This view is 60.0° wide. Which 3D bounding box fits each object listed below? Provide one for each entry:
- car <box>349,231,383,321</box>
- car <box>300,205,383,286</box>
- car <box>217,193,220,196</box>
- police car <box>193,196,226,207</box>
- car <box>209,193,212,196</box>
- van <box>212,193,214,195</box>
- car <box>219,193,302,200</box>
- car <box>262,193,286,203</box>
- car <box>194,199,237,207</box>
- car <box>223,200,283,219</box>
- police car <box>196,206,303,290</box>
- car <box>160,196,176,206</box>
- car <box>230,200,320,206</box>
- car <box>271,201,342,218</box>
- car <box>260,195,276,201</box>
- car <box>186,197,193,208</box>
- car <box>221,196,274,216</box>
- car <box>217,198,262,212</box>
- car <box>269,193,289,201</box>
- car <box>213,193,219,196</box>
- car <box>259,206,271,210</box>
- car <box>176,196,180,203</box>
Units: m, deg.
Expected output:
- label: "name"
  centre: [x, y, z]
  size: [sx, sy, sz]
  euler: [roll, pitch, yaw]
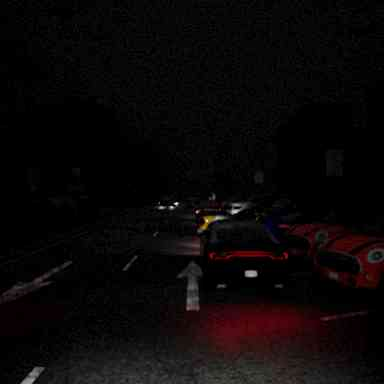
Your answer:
- label: "car"
  centre: [5.287, 1.504, 5.328]
  size: [4.792, 1.488, 2.163]
  euler: [1, 0, -20]
- label: "car"
  centre: [5.356, 1.344, 8.348]
  size: [4.553, 1.767, 2.185]
  euler: [1, 0, -20]
- label: "car"
  centre: [5.397, 1.335, 35.356]
  size: [4.553, 1.767, 2.185]
  euler: [1, 0, -20]
- label: "police car"
  centre: [1.229, 1.396, 25.171]
  size: [1.930, 1.638, 5.238]
  euler: [0, 0, 0]
- label: "car"
  centre: [5.488, 1.243, 59.413]
  size: [5.566, 2.045, 2.435]
  euler: [1, 0, -20]
- label: "van"
  centre: [5.572, 1.253, 47.421]
  size: [4.442, 1.987, 1.878]
  euler: [1, 0, -20]
- label: "car"
  centre: [5.370, 1.205, 26.340]
  size: [5.566, 2.045, 2.435]
  euler: [1, 0, -20]
- label: "car"
  centre: [18.474, 1.276, 75.389]
  size: [2.435, 2.045, 5.566]
  euler: [0, 1, -21]
- label: "car"
  centre: [1.209, 1.428, 19.251]
  size: [1.801, 1.575, 5.366]
  euler: [0, 0, 0]
- label: "car"
  centre: [5.380, 1.487, 29.340]
  size: [4.792, 1.488, 2.163]
  euler: [1, 0, -20]
- label: "police car"
  centre: [1.178, 1.408, 9.170]
  size: [1.930, 1.638, 5.238]
  euler: [0, 0, 0]
- label: "car"
  centre: [-4.015, 1.477, 53.437]
  size: [1.882, 1.535, 5.008]
  euler: [0, 0, 0]
- label: "car"
  centre: [5.194, 1.452, 20.282]
  size: [5.366, 1.575, 1.946]
  euler: [1, 0, -20]
- label: "car"
  centre: [5.366, 1.340, 11.349]
  size: [4.553, 1.767, 2.185]
  euler: [1, 0, -20]
- label: "car"
  centre: [21.094, 1.588, 92.446]
  size: [2.163, 1.488, 4.792]
  euler: [0, -1, -21]
- label: "car"
  centre: [0.104, 1.469, 47.141]
  size: [1.882, 1.535, 5.008]
  euler: [0, 0, 1]
- label: "car"
  centre: [5.386, 1.333, 32.354]
  size: [4.553, 1.767, 2.185]
  euler: [1, 0, -20]
- label: "car"
  centre: [5.440, 1.505, 38.364]
  size: [4.674, 1.452, 2.002]
  euler: [1, 0, -20]
- label: "car"
  centre: [24.117, 1.309, 92.525]
  size: [2.435, 2.045, 5.566]
  euler: [0, -1, -21]
- label: "car"
  centre: [5.482, 1.343, 41.373]
  size: [4.553, 1.767, 2.185]
  euler: [1, 0, -20]
- label: "car"
  centre: [5.340, 1.502, 14.346]
  size: [4.674, 1.452, 2.002]
  euler: [1, 0, -20]
- label: "car"
  centre: [-3.736, 1.591, 71.182]
  size: [1.994, 1.385, 4.181]
  euler: [0, 0, 3]
